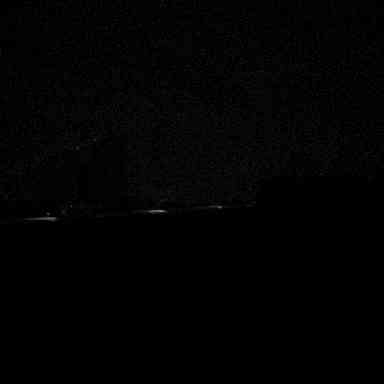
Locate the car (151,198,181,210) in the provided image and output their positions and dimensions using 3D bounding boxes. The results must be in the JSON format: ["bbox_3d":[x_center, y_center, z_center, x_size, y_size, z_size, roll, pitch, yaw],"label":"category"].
[{"bbox_3d":[-3.201,1.483,41.979,1.812,1.442,4.674,-1,-1,35],"label":"car"}]

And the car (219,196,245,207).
[{"bbox_3d":[6.256,1.406,50.361,1.882,1.535,5.008,-1,-1,36],"label":"car"}]

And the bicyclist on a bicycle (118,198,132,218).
[{"bbox_3d":[-5.672,1.351,28.116,1.656,1.620,0.582,0,0,35],"label":"bicyclist on a bicycle"}]

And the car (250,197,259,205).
[{"bbox_3d":[11.958,1.477,58.540,2.128,1.511,4.902,-1,-1,35],"label":"car"}]

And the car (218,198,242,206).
[{"bbox_3d":[6.340,1.611,55.344,1.895,1.301,4.718,-1,-1,35],"label":"car"}]

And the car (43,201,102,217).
[{"bbox_3d":[-10.952,1.527,30.998,2.033,1.411,5.357,-1,-1,35],"label":"car"}]
